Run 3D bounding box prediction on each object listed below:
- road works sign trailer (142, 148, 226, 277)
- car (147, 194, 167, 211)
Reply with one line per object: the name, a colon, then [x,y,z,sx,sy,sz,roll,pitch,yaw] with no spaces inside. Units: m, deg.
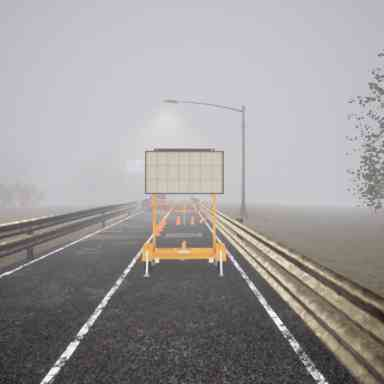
road works sign trailer: [-0.236,0.468,10.284,2.380,3.560,2.880,0,0,-1]
car: [-4.249,1.237,40.784,2.150,2.045,5.566,0,0,-1]
